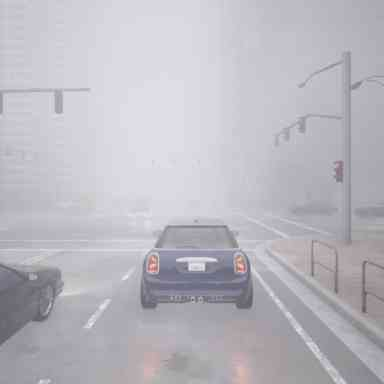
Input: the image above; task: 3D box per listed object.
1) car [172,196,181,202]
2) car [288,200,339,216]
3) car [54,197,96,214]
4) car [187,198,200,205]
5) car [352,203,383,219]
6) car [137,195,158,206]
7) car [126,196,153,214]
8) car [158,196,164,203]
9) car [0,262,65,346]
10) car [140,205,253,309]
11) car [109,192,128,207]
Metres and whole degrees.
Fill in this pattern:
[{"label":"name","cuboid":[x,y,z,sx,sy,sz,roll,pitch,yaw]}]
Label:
[{"label":"car","cuboid":[-3.380,1.464,72.275,2.033,1.411,5.357,0,0,0]},{"label":"car","cuboid":[11.709,1.525,32.220,4.674,1.442,1.812,0,0,1]},{"label":"car","cuboid":[-12.445,1.350,35.561,2.097,1.767,4.553,0,0,26]},{"label":"car","cuboid":[0.187,1.563,52.251,1.994,1.385,4.181,0,0,0]},{"label":"car","cuboid":[16.504,1.600,28.677,4.718,1.301,1.895,0,0,1]},{"label":"car","cuboid":[-6.998,1.503,52.394,1.837,1.490,4.892,0,0,0]},{"label":"car","cuboid":[-5.800,1.506,36.032,1.837,1.490,4.892,-1,0,-15]},{"label":"car","cuboid":[-6.899,1.559,67.722,1.994,1.385,4.181,0,0,0]},{"label":"car","cuboid":[-3.413,1.547,4.185,2.033,1.411,5.357,0,0,-1]},{"label":"car","cuboid":[0.093,1.352,8.044,2.097,1.767,4.553,0,0,0]},{"label":"car","cuboid":[-10.507,1.351,50.078,2.097,1.767,4.553,0,0,0]}]
